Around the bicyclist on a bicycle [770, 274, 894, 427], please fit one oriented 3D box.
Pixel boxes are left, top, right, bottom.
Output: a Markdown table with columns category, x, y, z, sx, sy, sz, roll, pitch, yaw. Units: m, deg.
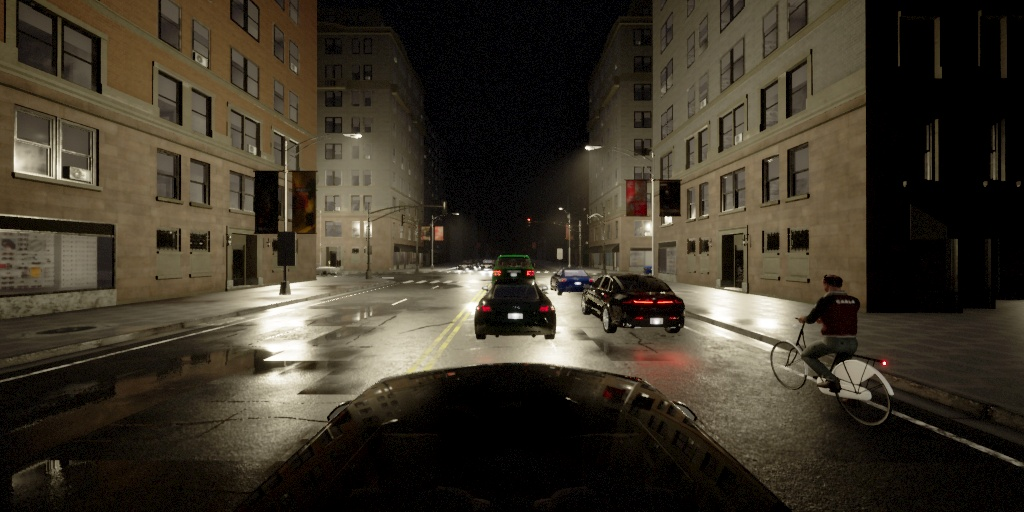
| category | x | y | z | sx | sy | sz | roll | pitch | yaw |
| --- | --- | --- | --- | --- | --- | --- | --- | --- | --- |
| bicyclist on a bicycle | 4.140 | 1.121 | 4.834 | 0.659 | 1.776 | 1.843 | 0 | 0 | 0 |

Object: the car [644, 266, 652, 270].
| category | x | y | z | sx | sy | sz | roll | pitch | yaw |
| --- | --- | --- | --- | --- | --- | --- | --- | --- | --- |
| car | 16.363 | 1.289 | 37.584 | 5.008 | 1.535 | 1.882 | 0 | 0 | 0 |

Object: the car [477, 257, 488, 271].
| category | x | y | z | sx | sy | sz | roll | pitch | yaw |
| --- | --- | --- | --- | --- | --- | --- | --- | --- | --- |
| car | -3.397 | 1.257 | 50.991 | 2.128 | 1.511 | 4.902 | 0 | 0 | 0 |

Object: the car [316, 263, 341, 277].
| category | x | y | z | sx | sy | sz | roll | pitch | yaw |
| --- | --- | --- | --- | --- | --- | --- | --- | --- | --- |
| car | -19.215 | 1.335 | 34.738 | 4.718 | 1.301 | 1.895 | 0 | 0 | 3 |

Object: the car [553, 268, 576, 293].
| category | x | y | z | sx | sy | sz | roll | pitch | yaw |
| --- | --- | --- | --- | --- | --- | --- | --- | --- | --- |
| car | 3.228 | 1.317 | 19.589 | 1.994 | 1.385 | 4.181 | 0 | 0 | 0 |

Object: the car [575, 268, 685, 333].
| category | x | y | z | sx | sy | sz | roll | pitch | yaw |
| --- | --- | --- | --- | --- | --- | --- | --- | --- | --- |
| car | 3.336 | 1.256 | 10.693 | 1.837 | 1.490 | 4.892 | 0 | 0 | 0 |

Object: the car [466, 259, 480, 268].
| category | x | y | z | sx | sy | sz | roll | pitch | yaw |
| --- | --- | --- | --- | --- | --- | --- | --- | --- | --- |
| car | -6.642 | 1.273 | 61.257 | 1.837 | 1.490 | 4.892 | 0 | 0 | 0 |

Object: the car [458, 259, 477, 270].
| category | x | y | z | sx | sy | sz | roll | pitch | yaw |
| --- | --- | --- | --- | --- | --- | --- | --- | --- | --- |
| car | -6.645 | 1.292 | 52.247 | 1.812 | 1.442 | 4.674 | 0 | 0 | 0 |

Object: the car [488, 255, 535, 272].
| category | x | y | z | sx | sy | sz | roll | pitch | yaw |
| --- | --- | --- | --- | --- | --- | --- | --- | --- | --- |
| car | 0.079 | 0.975 | 19.440 | 2.150 | 2.045 | 5.566 | 0 | 0 | 0 |

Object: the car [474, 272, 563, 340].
| category | x | y | z | sx | sy | sz | roll | pitch | yaw |
| --- | --- | --- | --- | --- | --- | --- | --- | --- | --- |
| car | 0.087 | 1.315 | 10.027 | 1.994 | 1.385 | 4.181 | 0 | 0 | 0 |
